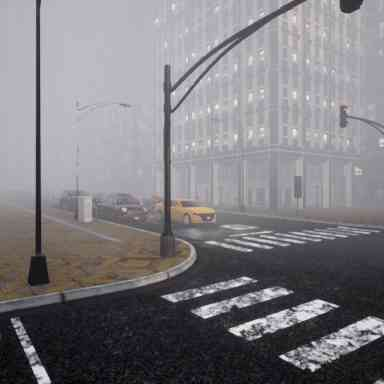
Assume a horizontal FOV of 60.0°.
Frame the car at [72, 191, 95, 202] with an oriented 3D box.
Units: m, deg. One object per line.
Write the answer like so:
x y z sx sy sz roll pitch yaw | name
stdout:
-15.623 0.624 47.666 1.812 1.442 4.674 0 1 -36 | car

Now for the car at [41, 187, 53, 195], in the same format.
-33.457 -0.019 77.079 1.887 1.381 4.507 1 0 -36 | car

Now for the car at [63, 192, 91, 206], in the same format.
-13.753 0.778 39.576 1.812 1.442 4.674 0 2 -36 | car

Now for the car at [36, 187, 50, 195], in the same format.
-36.695 -0.356 81.614 2.192 1.841 5.009 1 0 -36 | car

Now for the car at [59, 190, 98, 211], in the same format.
-11.038 0.729 31.331 2.192 1.841 5.009 1 0 -36 | car

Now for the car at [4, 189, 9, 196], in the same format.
-33.741 0.209 63.070 1.887 1.381 4.507 1 0 -36 | car

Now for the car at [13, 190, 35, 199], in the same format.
-27.256 0.423 54.002 1.887 1.381 4.507 1 0 -36 | car

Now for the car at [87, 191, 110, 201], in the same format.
-13.995 0.644 49.865 1.947 1.339 4.313 1 0 -36 | car

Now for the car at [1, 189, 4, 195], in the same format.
-36.983 0.108 67.604 2.008 1.369 4.403 1 0 -36 | car

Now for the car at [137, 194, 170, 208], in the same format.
-4.264 0.982 36.257 1.802 1.307 4.206 1 0 -36 | car

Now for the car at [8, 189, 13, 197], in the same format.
-30.498 0.322 58.536 2.008 1.369 4.403 1 0 -36 | car

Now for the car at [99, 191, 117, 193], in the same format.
-5.934 0.862 28.618 2.097 1.767 4.553 0 1 -36 | car

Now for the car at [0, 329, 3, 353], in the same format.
-4.387 1.440 3.432 4.097 1.590 1.967 0 0 -35 | car

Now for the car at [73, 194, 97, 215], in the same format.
-7.802 1.103 26.798 1.802 1.307 4.206 1 0 -36 | car

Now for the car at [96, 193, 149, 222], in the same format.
-4.556 1.069 22.264 1.967 1.590 4.097 1 0 -36 | car

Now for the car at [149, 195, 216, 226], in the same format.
-0.525 1.166 21.053 1.882 1.535 5.008 0 1 -36 | car

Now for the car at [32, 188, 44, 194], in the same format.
-39.944 -0.212 86.151 1.947 1.339 4.313 1 0 -36 | car

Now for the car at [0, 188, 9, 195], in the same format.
-43.468 -0.112 76.672 1.887 1.381 4.507 1 0 -36 | car
